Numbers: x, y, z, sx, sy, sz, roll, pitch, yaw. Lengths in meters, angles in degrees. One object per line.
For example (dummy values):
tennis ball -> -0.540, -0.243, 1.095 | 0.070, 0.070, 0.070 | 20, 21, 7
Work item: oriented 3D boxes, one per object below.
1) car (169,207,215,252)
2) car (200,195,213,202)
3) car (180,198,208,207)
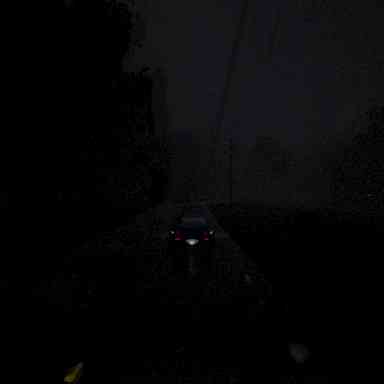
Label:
car -> 0.005, 1.625, 14.384 | 1.812, 1.442, 4.674 | 0, 0, 0
car -> 3.137, 1.416, 72.743 | 2.033, 1.411, 5.357 | -1, -1, 21
car -> 0.001, 1.561, 29.306 | 2.128, 1.511, 4.902 | 0, 0, 0
